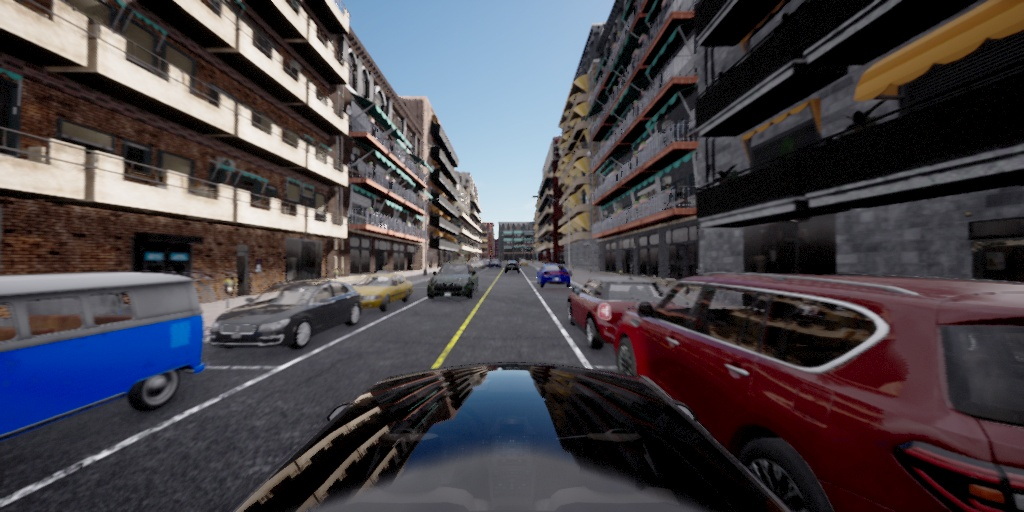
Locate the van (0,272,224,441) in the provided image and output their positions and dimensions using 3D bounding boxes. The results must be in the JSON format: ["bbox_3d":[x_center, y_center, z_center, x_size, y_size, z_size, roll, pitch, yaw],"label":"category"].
[{"bbox_3d":[-5.315,1.091,3.523,1.690,1.789,3.998,0,0,0],"label":"van"}]

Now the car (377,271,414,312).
[{"bbox_3d":[-5.317,1.292,14.479,1.751,1.417,4.829,0,0,0],"label":"car"}]

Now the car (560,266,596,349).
[{"bbox_3d":[2.565,1.198,9.123,1.967,1.591,4.097,0,0,0],"label":"car"}]

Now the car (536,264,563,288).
[{"bbox_3d":[2.746,1.266,24.527,1.882,1.535,5.008,0,0,0],"label":"car"}]

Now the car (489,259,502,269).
[{"bbox_3d":[-2.808,1.223,59.856,2.097,1.767,4.553,0,0,1],"label":"car"}]

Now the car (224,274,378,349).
[{"bbox_3d":[-5.316,1.308,9.087,2.007,1.370,4.403,0,0,0],"label":"car"}]

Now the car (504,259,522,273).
[{"bbox_3d":[0.047,1.335,45.020,1.837,1.490,4.892,0,-1,2],"label":"car"}]

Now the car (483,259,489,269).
[{"bbox_3d":[-5.324,1.394,58.992,1.751,1.417,4.829,0,0,0],"label":"car"}]

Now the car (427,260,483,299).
[{"bbox_3d":[-2.852,1.126,18.186,2.097,1.767,4.553,0,0,0],"label":"car"}]

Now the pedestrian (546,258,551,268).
[{"bbox_3d":[2.746,1.088,27.545,0.375,1.860,0.375,1,-1,0],"label":"pedestrian"}]

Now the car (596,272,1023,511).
[{"bbox_3d":[2.566,1.065,3.559,2.192,1.841,5.009,0,0,0],"label":"car"}]
